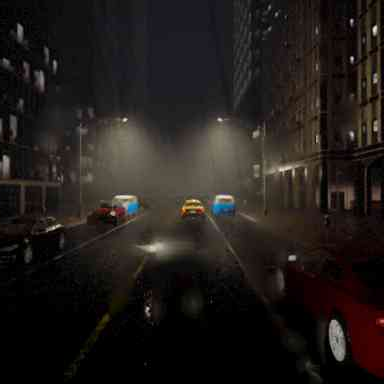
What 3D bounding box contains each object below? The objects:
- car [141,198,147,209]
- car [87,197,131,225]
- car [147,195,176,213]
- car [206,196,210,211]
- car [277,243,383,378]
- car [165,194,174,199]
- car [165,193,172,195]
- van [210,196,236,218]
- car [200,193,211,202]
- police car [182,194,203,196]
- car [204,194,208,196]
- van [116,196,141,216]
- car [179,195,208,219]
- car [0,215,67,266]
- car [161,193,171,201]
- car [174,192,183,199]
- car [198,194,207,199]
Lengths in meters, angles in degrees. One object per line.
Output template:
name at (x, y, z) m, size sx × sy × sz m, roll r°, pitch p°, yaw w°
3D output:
car at (-5.691, 1.378, 39.627) m, size 1.947 × 1.339 × 4.313 m, roll 1°, pitch 0°, yaw 0°
car at (-5.686, 1.338, 22.601) m, size 1.967 × 1.590 × 4.097 m, roll 1°, pitch 0°, yaw 0°
car at (-3.108, 1.385, 34.703) m, size 2.033 × 1.411 × 5.357 m, roll 0°, pitch 0°, yaw 0°
car at (2.690, 1.392, 33.926) m, size 2.008 × 1.369 × 4.403 m, roll 1°, pitch 0°, yaw 0°
car at (2.697, 1.521, 5.553) m, size 1.887 × 1.381 × 4.507 m, roll 1°, pitch 0°, yaw 0°
car at (-5.700, 1.118, 83.879) m, size 1.947 × 1.339 × 4.313 m, roll 1°, pitch 0°, yaw 0°
car at (-5.697, 1.240, 67.157) m, size 1.802 × 1.307 × 4.206 m, roll 1°, pitch 0°, yaw 0°
van at (2.694, 1.211, 28.251) m, size 1.690 × 1.788 × 3.998 m, roll 1°, pitch 0°, yaw 0°
car at (2.685, 1.098, 67.127) m, size 1.967 × 1.590 × 4.097 m, roll 1°, pitch 0°, yaw 0°
police car at (0.087, 1.304, 41.915) m, size 2.038 × 1.542 × 4.974 m, roll 0°, pitch 0°, yaw 0°
car at (2.688, 1.349, 45.274) m, size 1.947 × 1.339 × 4.313 m, roll 1°, pitch 0°, yaw 0°
van at (-5.687, 1.211, 28.276) m, size 1.690 × 1.788 × 3.998 m, roll 1°, pitch 0°, yaw 0°
car at (0.093, 1.335, 27.269) m, size 1.801 × 1.575 × 5.366 m, roll 0°, pitch 1°, yaw 0°
car at (-5.685, 1.502, 11.252) m, size 2.008 × 1.369 × 4.403 m, roll 1°, pitch 0°, yaw 0°
car at (-5.696, 1.063, 72.729) m, size 1.967 × 1.590 × 4.097 m, roll 1°, pitch 0°, yaw 0°
car at (-3.018, 0.840, 75.594) m, size 2.097 × 1.767 × 4.553 m, roll 0°, pitch 0°, yaw 0°
car at (2.680, 1.103, 83.858) m, size 2.008 × 1.369 × 4.403 m, roll 1°, pitch 0°, yaw 0°
